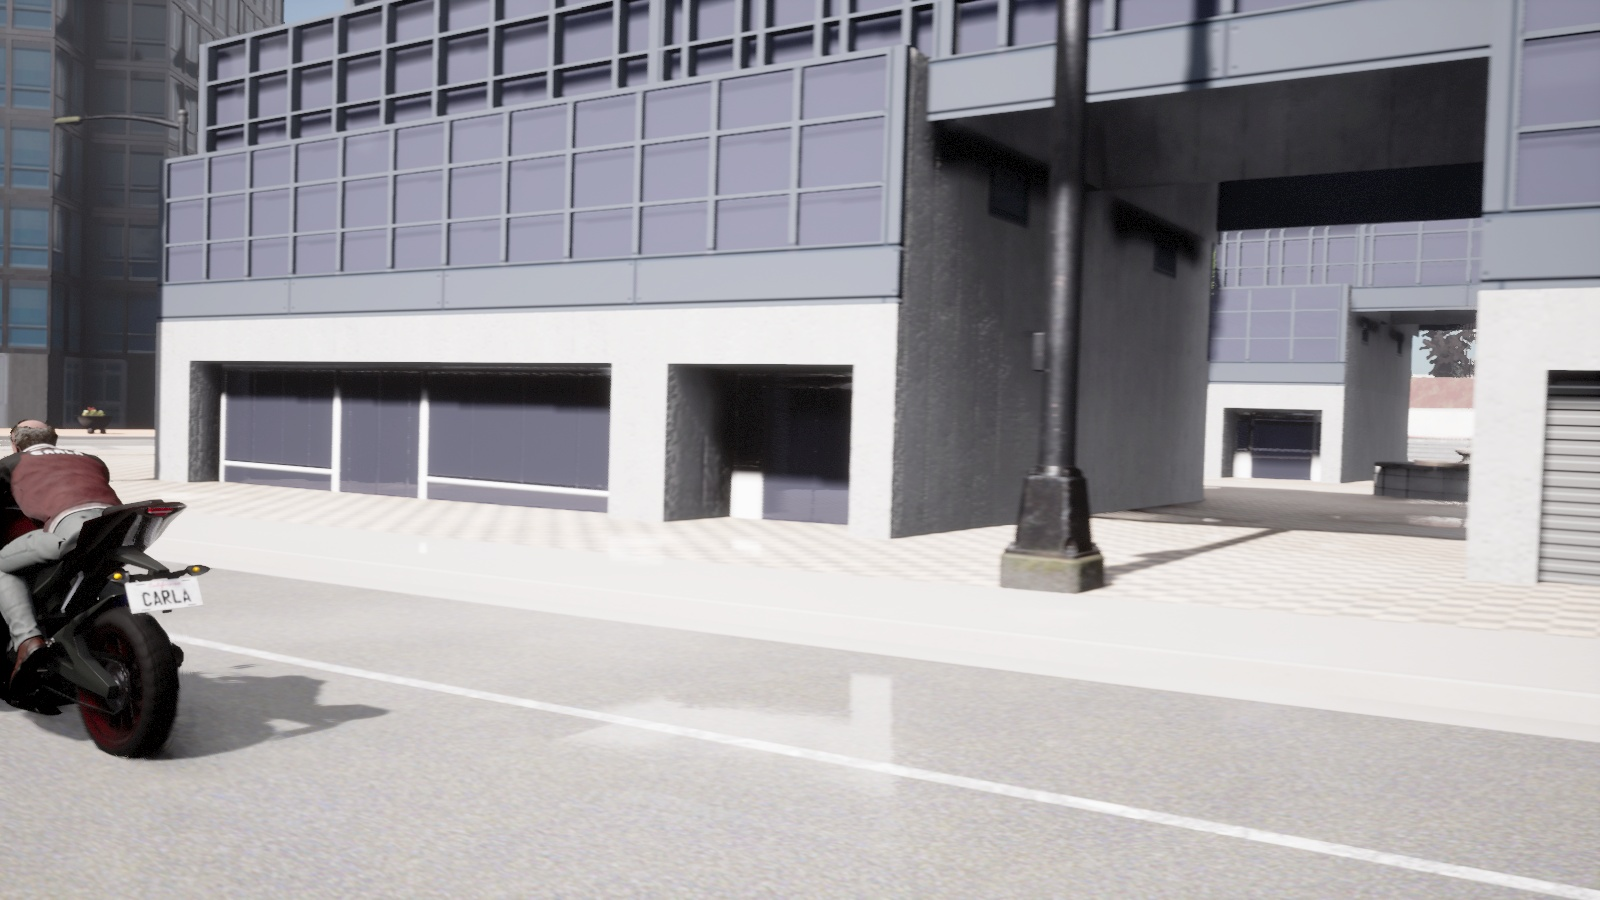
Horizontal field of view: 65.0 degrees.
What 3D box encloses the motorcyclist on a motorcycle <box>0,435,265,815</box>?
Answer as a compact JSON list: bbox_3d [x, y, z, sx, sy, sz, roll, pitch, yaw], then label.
[{"bbox_3d":[-3.626,0.698,6.033,2.191,1.530,0.866,0,1,34],"label":"motorcyclist on a motorcycle"}]
